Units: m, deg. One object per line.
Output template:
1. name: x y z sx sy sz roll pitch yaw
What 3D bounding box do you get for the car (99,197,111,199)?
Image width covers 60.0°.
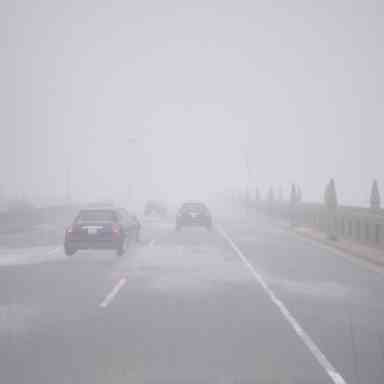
1. car: -14.010 1.557 53.081 1.882 1.535 5.008 0 0 0

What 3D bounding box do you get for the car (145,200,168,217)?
1. car: -3.406 1.540 31.681 1.837 1.490 4.892 0 0 0

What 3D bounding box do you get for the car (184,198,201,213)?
1. car: 0.083 1.526 38.833 1.882 1.535 5.008 0 0 0

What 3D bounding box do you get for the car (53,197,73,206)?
1. car: -21.008 1.612 54.348 1.837 1.490 4.892 0 0 0

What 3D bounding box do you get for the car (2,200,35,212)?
1. car: -17.574 1.530 33.291 2.128 1.511 4.902 0 0 0

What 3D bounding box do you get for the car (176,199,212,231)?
1. car: 0.097 1.369 21.016 2.097 1.767 4.553 0 0 0

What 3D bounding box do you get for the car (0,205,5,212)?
1. car: -6.902 1.355 8.012 2.097 1.767 4.553 0 0 0

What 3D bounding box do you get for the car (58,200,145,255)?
1. car: -3.402 1.358 13.483 2.097 1.767 4.553 0 0 0
